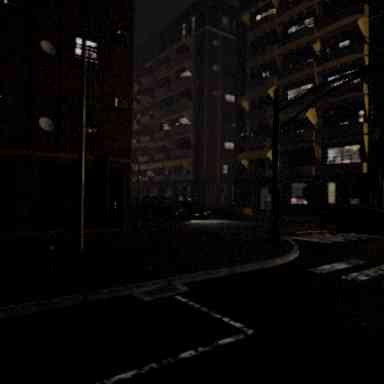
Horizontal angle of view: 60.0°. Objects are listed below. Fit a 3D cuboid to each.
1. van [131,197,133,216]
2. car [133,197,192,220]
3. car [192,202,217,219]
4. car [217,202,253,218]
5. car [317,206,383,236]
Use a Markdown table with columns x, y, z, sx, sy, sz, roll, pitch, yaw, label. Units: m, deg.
| x | y | z | sx | sy | sz | roll | pitch | yaw | label |
| --- | --- | --- | --- | --- | --- | --- | --- | --- | --- |
| -5.781 | 1.345 | 32.132 | 1.690 | 1.788 | 3.998 | 1 | -1 | -35 | van |
| -2.553 | 1.300 | 27.585 | 2.192 | 1.841 | 5.009 | 1 | -1 | -35 | car |
| -0.334 | 1.540 | 28.718 | 1.837 | 1.490 | 4.892 | 1 | -1 | -35 | car |
| 3.770 | 1.669 | 32.282 | 1.752 | 1.417 | 4.829 | 1 | -1 | -35 | car |
| 8.967 | 1.479 | 16.785 | 5.008 | 1.535 | 1.882 | 0 | -1 | 44 | car |
